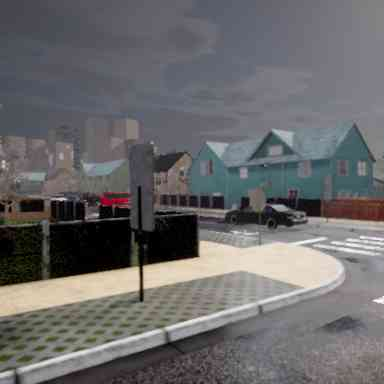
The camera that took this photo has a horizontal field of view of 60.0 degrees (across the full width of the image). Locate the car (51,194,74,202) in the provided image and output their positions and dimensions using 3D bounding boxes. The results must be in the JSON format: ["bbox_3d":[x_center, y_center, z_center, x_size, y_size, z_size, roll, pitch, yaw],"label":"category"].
[{"bbox_3d":[-18.514,1.127,46.552,1.812,1.442,4.674,-1,1,-36],"label":"car"}]

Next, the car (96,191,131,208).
[{"bbox_3d":[-6.382,0.982,29.929,2.150,2.045,5.566,-1,1,-36],"label":"car"}]

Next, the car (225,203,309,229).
[{"bbox_3d":[4.345,1.372,20.187,2.033,1.411,5.357,-1,1,-36],"label":"car"}]

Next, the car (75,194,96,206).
[{"bbox_3d":[-13.556,1.091,44.590,1.837,1.490,4.892,-1,1,-37],"label":"car"}]
